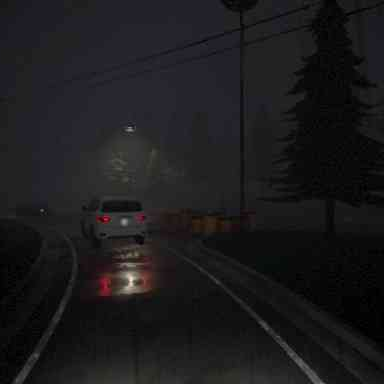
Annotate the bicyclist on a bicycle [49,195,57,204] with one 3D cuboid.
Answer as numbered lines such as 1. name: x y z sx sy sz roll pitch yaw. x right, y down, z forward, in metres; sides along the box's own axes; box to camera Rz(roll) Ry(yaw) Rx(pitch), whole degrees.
1. bicyclist on a bicycle: -25.305 1.352 60.401 0.582 1.620 1.656 0 0 34

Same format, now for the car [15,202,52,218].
1. car: -14.452 1.598 30.241 4.181 1.385 1.994 0 0 45

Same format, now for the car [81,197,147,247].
1. car: -3.715 1.221 15.305 2.150 2.045 5.566 0 0 -24
